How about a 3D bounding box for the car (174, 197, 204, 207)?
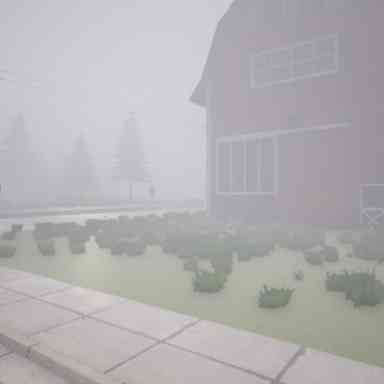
[{"bbox_3d":[-0.406,1.467,43.740,2.128,1.511,4.902,0,0,37],"label":"car"}]
